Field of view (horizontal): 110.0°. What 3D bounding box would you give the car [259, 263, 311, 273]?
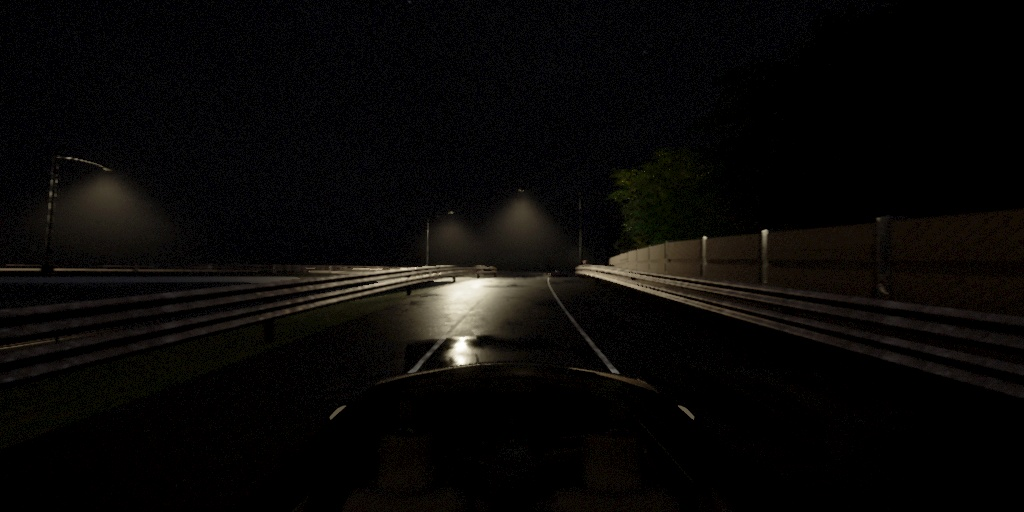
[{"bbox_3d":[-25.679,1.591,40.767,5.008,1.535,1.882,2,-4,-34],"label":"car"}]
